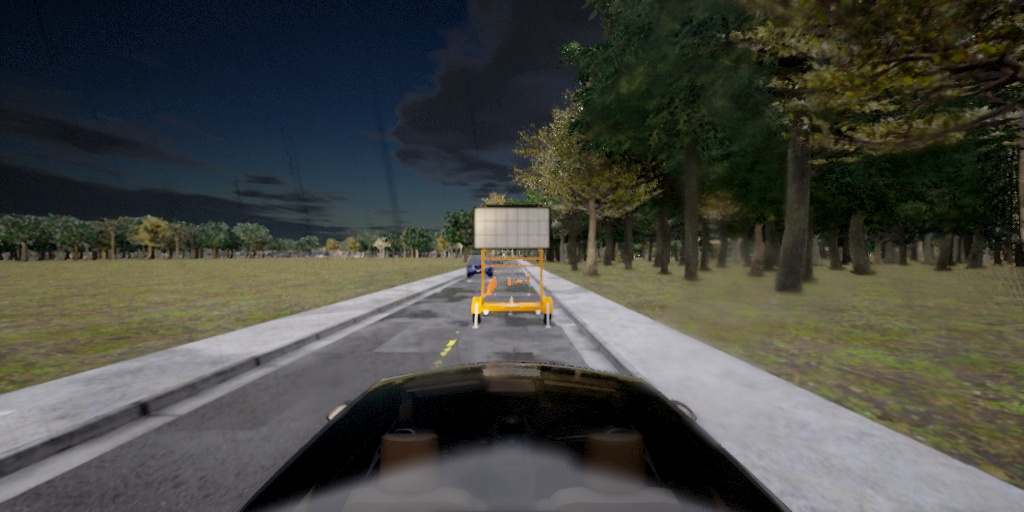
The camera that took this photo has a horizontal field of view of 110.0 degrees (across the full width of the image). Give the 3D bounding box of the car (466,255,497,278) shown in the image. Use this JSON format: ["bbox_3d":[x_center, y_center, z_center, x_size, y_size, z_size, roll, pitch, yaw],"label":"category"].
[{"bbox_3d":[-2.838,0.910,32.975,2.150,2.045,5.566,0,0,0],"label":"car"}]

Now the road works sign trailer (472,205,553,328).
[{"bbox_3d":[0.003,0.195,11.325,2.380,3.560,2.880,0,0,0],"label":"road works sign trailer"}]
